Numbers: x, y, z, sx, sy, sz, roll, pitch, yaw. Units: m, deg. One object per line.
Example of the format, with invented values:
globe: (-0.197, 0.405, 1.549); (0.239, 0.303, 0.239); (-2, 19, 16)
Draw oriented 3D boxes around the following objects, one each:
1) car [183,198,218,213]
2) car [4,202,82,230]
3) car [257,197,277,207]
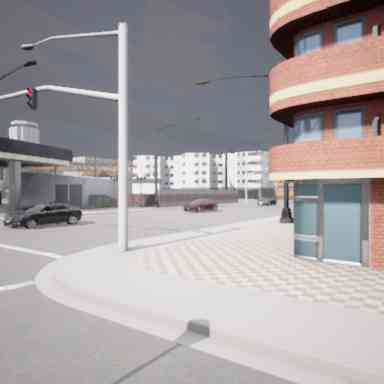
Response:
car: (1.006, 1.448, 36.599); (1.882, 1.535, 5.008); (0, 0, 35)
car: (-9.425, 1.473, 21.410); (1.837, 1.490, 4.892); (0, 1, 34)
car: (11.797, 1.491, 52.097); (2.128, 1.511, 4.902); (0, 0, 35)
